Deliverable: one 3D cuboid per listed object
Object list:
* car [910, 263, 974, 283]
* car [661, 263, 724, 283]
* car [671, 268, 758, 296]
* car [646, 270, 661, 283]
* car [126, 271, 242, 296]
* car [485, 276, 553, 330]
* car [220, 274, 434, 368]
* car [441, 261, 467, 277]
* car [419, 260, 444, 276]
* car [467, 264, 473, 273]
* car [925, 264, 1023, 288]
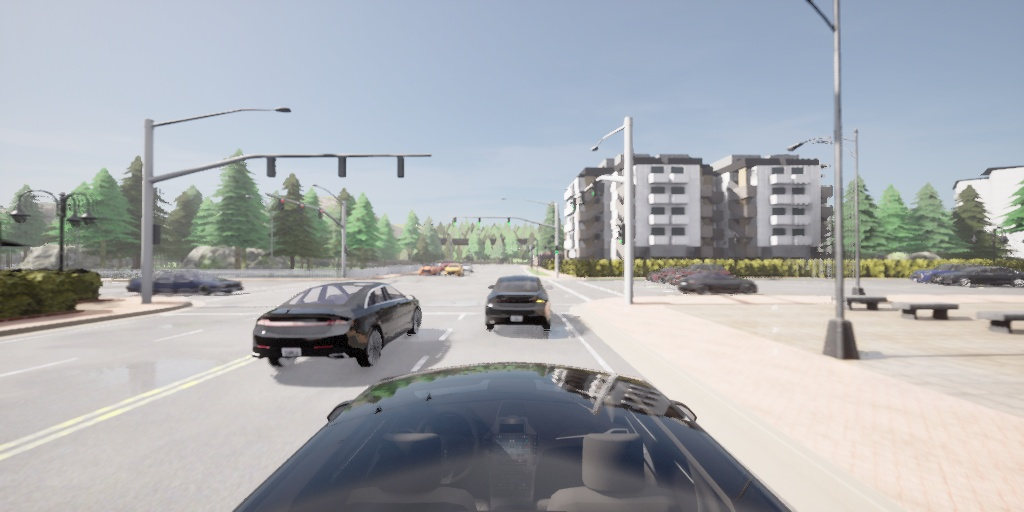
[{"bbox_3d":[36.346,1.440,29.727,4.553,1.767,2.097,0,-1,18],"label":"car"},{"bbox_3d":[14.660,1.428,28.313,4.553,1.767,2.097,0,-1,-1],"label":"car"},{"bbox_3d":[12.031,1.610,21.115,4.181,1.385,1.994,1,-1,-4],"label":"car"},{"bbox_3d":[14.136,1.678,31.787,4.181,1.385,1.994,0,-1,-2],"label":"car"},{"bbox_3d":[-18.512,1.560,20.437,5.357,1.411,2.033,0,-1,-2],"label":"car"},{"bbox_3d":[0.254,1.376,11.607,1.837,1.490,4.892,0,0,3],"label":"car"},{"bbox_3d":[-3.435,1.319,8.043,2.128,1.511,4.902,0,-1,0],"label":"car"},{"bbox_3d":[-7.158,1.750,44.726,1.882,1.535,5.008,0,-1,0],"label":"car"},{"bbox_3d":[-10.657,1.648,46.694,2.097,1.767,4.553,0,-1,0],"label":"car"},{"bbox_3d":[-7.160,1.939,56.370,1.812,1.442,4.674,0,-1,0],"label":"car"},{"bbox_3d":[34.786,1.556,26.610,4.892,1.490,1.837,0,-1,18],"label":"car"}]
